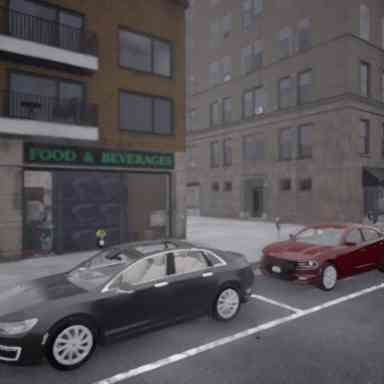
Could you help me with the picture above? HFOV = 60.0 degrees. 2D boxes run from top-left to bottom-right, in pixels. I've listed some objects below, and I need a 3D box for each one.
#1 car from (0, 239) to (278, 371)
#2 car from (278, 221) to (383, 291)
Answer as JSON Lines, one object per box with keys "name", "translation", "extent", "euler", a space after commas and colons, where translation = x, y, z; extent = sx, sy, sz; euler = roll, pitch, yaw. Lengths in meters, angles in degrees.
{"name": "car", "translation": [-0.868, 1.539, 5.574], "extent": [4.403, 1.369, 2.008], "euler": [0, 0, -36]}
{"name": "car", "translation": [3.753, 1.504, 8.883], "extent": [4.507, 1.381, 1.887], "euler": [0, 0, -36]}
